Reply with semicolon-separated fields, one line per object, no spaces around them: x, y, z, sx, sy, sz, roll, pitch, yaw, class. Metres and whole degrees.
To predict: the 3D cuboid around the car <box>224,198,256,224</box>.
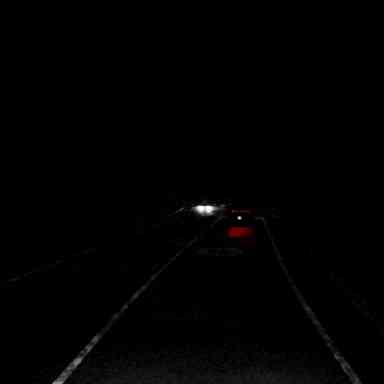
3.506;1.409;23.999;1.837;1.490;4.892;0;0;10;car

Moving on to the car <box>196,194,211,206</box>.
1.592;1.097;46.431;2.128;1.511;4.902;0;1;-2;car

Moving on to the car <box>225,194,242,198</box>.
5.309;1.044;42.348;2.097;1.767;4.553;0;1;1;car
